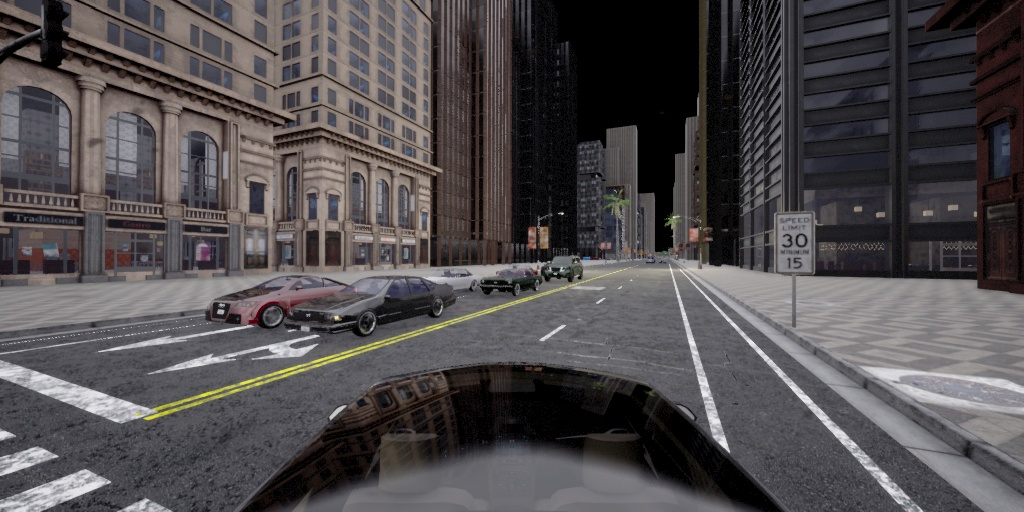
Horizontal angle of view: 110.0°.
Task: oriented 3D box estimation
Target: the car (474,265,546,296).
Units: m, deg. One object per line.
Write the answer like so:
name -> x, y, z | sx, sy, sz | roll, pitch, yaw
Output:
car -> 0.074, 1.358, 19.554 | 1.895, 1.301, 4.718 | 0, 0, 24

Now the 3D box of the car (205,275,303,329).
car -> -6.990, 1.316, 11.413 | 1.994, 1.385, 4.181 | 0, 0, 24

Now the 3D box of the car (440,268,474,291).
car -> -3.512, 1.357, 19.454 | 1.895, 1.301, 4.718 | 0, 0, 23

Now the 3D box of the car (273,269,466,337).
car -> -3.738, 1.299, 10.755 | 2.033, 1.411, 5.357 | 0, 0, 23

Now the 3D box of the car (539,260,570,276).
car -> 4.541, 1.251, 37.944 | 1.882, 1.535, 5.008 | 0, 0, 24

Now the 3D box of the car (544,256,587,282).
car -> 4.330, 0.987, 29.367 | 2.150, 2.045, 5.566 | 0, 0, 23

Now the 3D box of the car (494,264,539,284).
car -> 0.449, 1.364, 28.594 | 1.895, 1.301, 4.718 | 0, 0, 24
